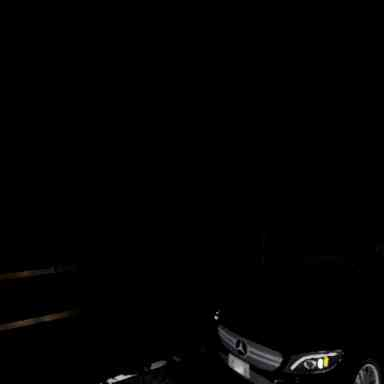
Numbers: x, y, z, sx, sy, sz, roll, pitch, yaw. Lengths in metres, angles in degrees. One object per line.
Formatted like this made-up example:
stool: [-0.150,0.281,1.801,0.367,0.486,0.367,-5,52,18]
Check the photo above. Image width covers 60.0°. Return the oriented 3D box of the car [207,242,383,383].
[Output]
car: [2.376,1.525,4.776,4.674,1.442,1.812,0,0,-36]
